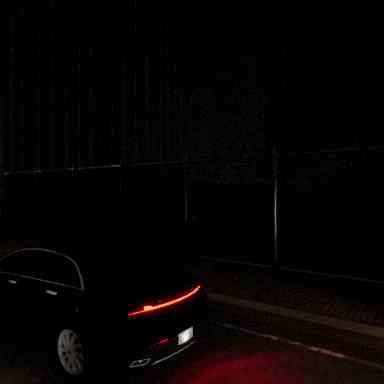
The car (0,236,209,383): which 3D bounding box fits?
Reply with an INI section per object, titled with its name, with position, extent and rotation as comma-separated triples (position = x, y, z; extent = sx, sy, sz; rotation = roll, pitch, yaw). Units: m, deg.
[car]
position = -2.041, 1.505, 5.474
extent = 4.892, 1.490, 1.837
rotation = 0, 0, 36
